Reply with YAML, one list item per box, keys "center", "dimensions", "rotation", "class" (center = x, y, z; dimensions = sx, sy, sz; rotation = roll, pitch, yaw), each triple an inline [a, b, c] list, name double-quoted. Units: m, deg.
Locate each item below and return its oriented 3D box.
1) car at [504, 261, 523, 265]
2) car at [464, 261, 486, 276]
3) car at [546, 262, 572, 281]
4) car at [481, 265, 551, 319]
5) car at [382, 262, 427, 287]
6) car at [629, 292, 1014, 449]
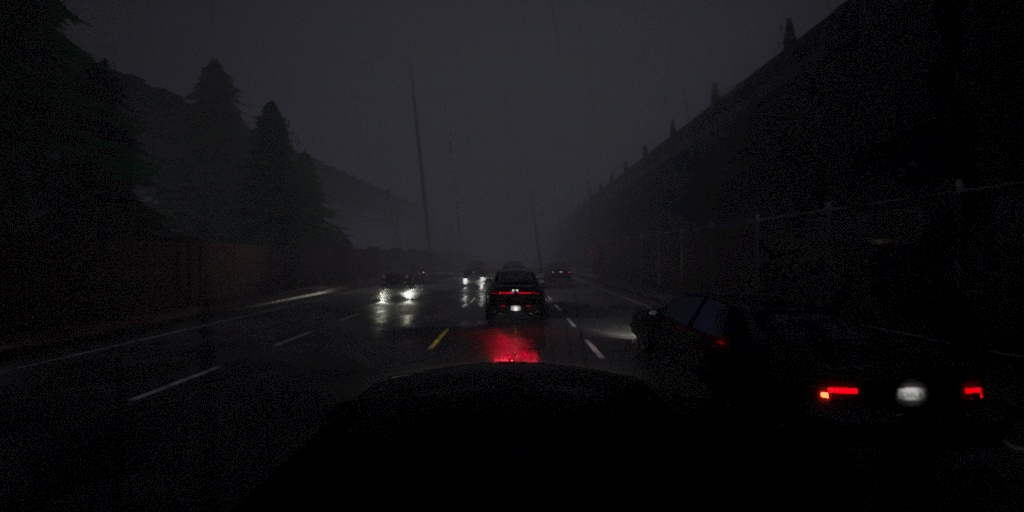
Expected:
- center: [0.115, 1.154, 29.159]
  dimensions: [1.882, 1.535, 5.008]
  rotation: [0, 0, 0]
  class: "car"
- center: [-3.483, 1.214, 34.979]
  dimensions: [1.812, 1.442, 4.674]
  rotation: [0, 0, 0]
  class: "car"
- center: [3.614, 1.225, 28.933]
  dimensions: [2.033, 1.411, 5.357]
  rotation: [0, 0, 0]
  class: "car"
- center: [0.105, 1.226, 12.590]
  dimensions: [1.837, 1.490, 4.892]
  rotation: [0, 0, 0]
  class: "car"
- center: [-7.071, 1.167, 23.944]
  dimensions: [1.882, 1.535, 5.008]
  rotation: [0, 0, 0]
  class: "car"
- center: [3.596, 1.287, 5.746]
  dimensions: [2.033, 1.411, 5.357]
  rotation: [0, 0, 0]
  class: "car"
